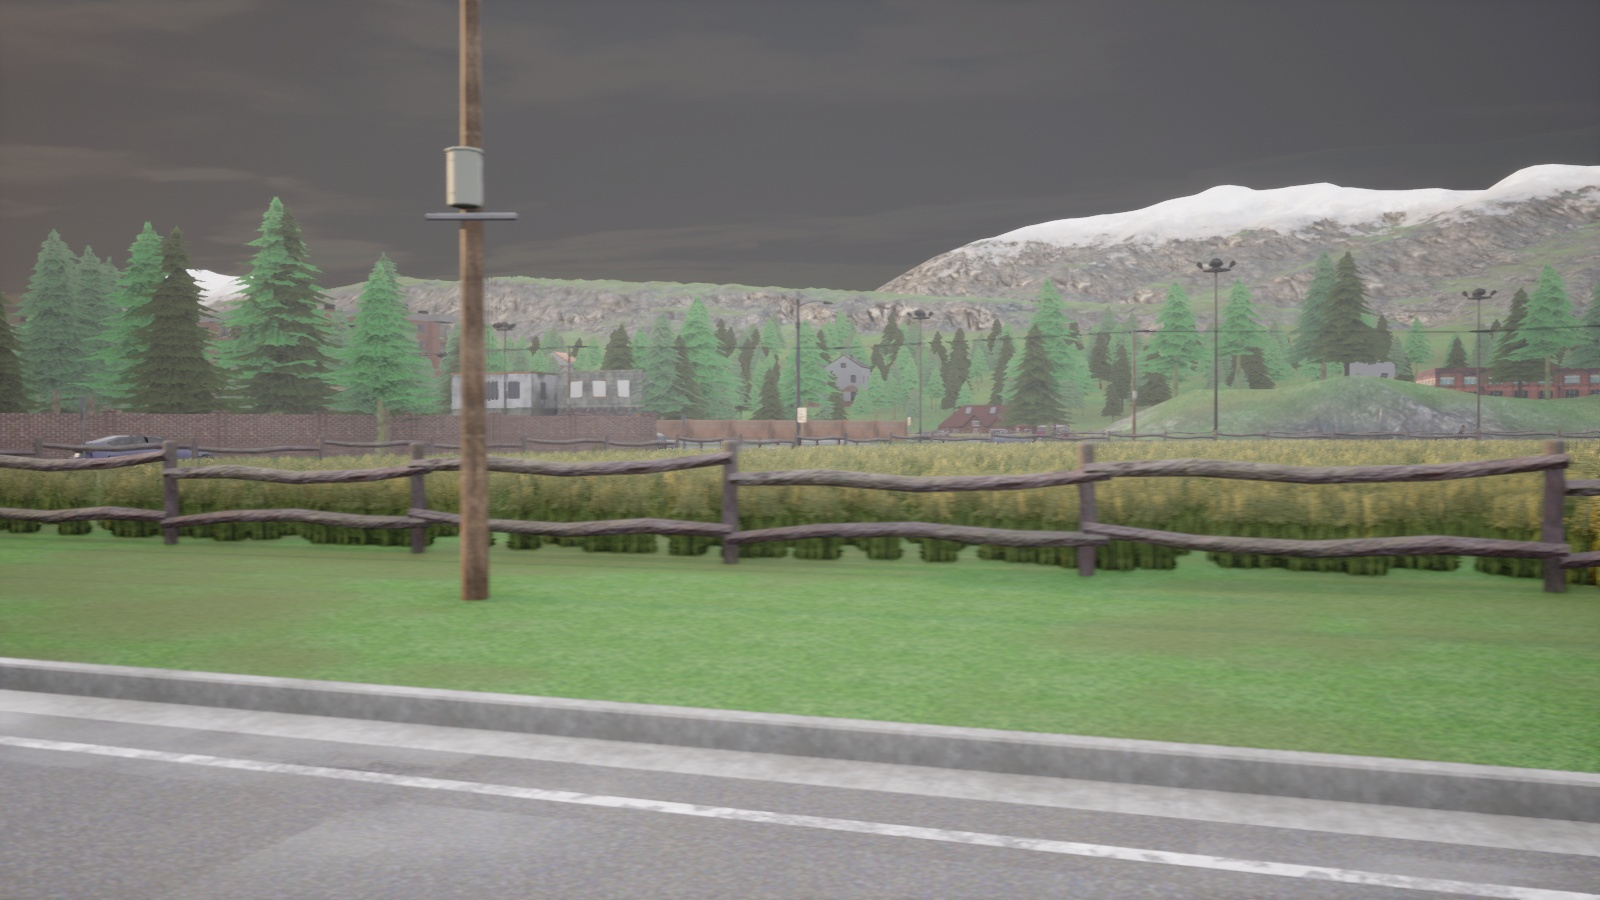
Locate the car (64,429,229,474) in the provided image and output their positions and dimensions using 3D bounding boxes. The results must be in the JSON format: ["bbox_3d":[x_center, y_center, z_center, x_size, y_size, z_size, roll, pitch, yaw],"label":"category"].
[{"bbox_3d":[-23.337,0.018,45.002,2.163,1.488,4.792,1,1,42],"label":"car"}]

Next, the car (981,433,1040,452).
[{"bbox_3d":[16.057,-0.583,95.757,4.181,1.385,1.994,1,1,18],"label":"car"}]
